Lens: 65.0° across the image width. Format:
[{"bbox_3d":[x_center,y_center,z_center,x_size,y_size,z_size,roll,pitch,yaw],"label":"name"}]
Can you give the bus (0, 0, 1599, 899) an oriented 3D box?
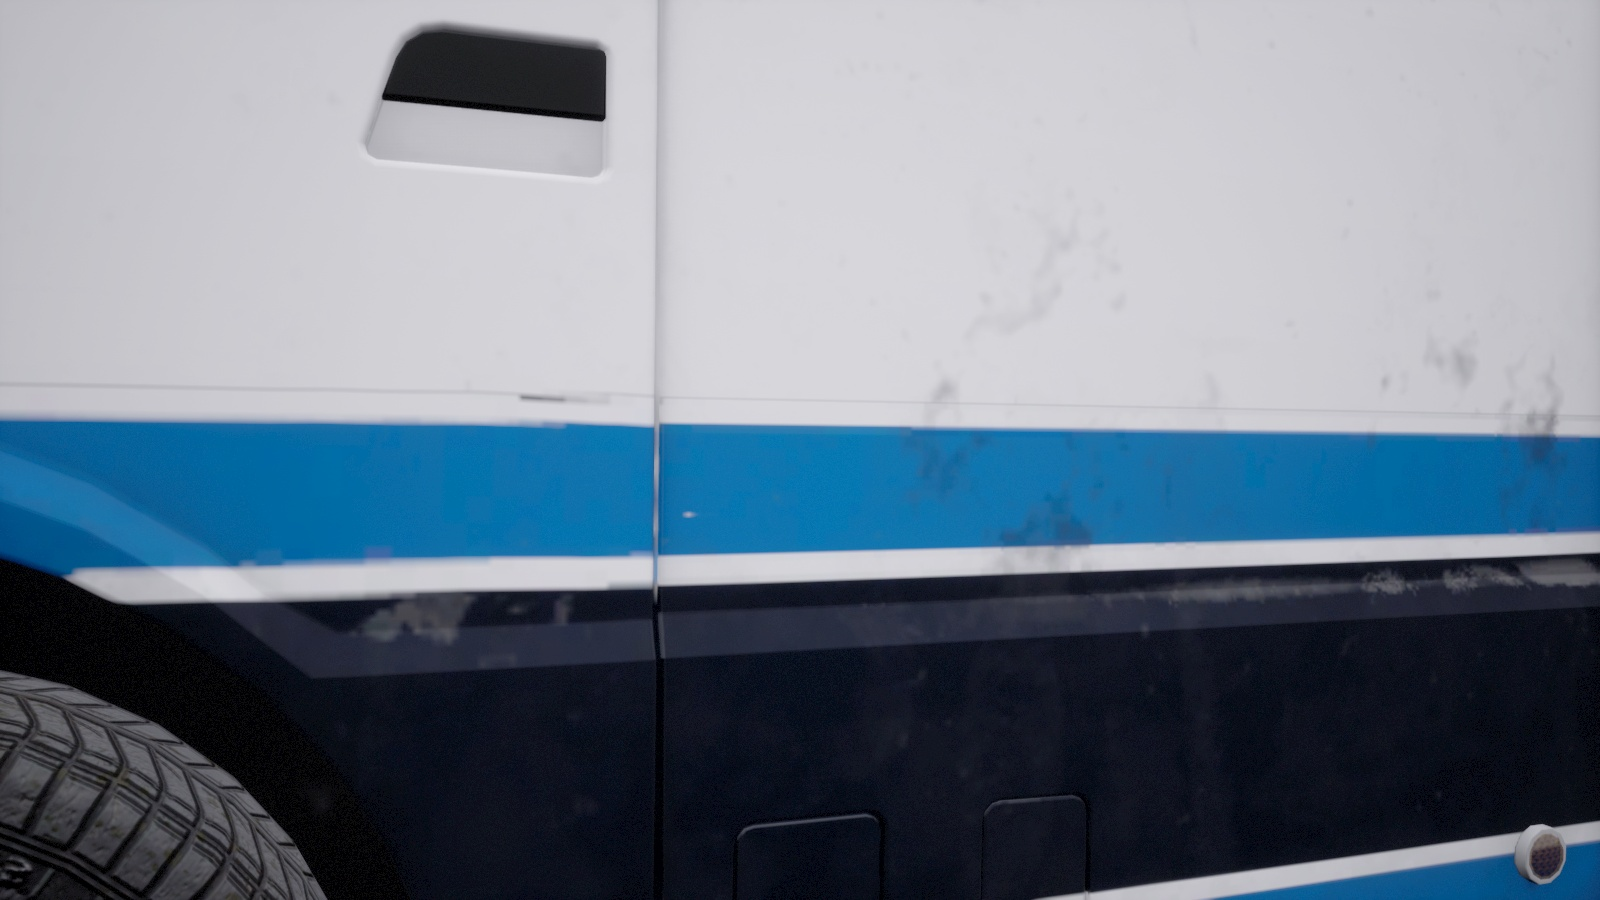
[{"bbox_3d":[1.219,-0.652,3.684,10.273,4.253,3.944,-1,1,-21],"label":"bus"}]
